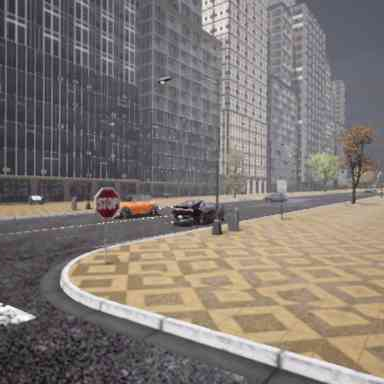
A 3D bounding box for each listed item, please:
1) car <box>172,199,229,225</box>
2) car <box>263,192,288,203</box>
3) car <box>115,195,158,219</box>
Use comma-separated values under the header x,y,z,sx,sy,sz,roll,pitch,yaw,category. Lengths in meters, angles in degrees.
x,y,z,sx,sy,sz,roll,pitch,yaw,category
0.738,1.216,21.720,2.128,1.511,4.902,1,1,36,car
12.260,0.756,48.410,2.033,1.411,5.357,1,1,37,car
-4.739,1.016,25.407,2.097,1.767,4.553,1,1,36,car
